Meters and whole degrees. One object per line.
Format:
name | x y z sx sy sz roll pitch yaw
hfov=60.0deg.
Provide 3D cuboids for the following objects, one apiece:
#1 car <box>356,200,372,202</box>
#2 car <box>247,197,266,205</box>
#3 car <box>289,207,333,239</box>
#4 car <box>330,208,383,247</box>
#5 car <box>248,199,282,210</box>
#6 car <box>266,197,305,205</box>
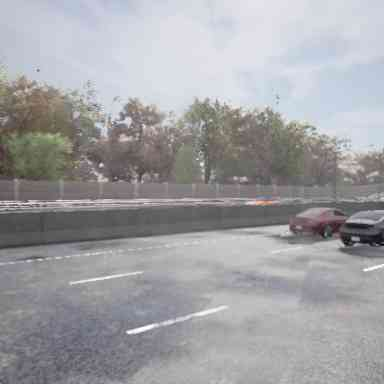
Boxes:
car | 20.986 1.620 40.406 4.181 1.385 1.994 0 0 -35
car | 8.700 1.384 40.261 4.553 1.767 2.097 0 0 -35
car | 7.026 1.535 17.355 4.674 1.442 1.812 0 0 -35
car | 8.073 1.513 13.800 4.892 1.490 1.837 0 0 -35
car | 9.986 1.642 45.468 4.718 1.301 1.895 0 0 -35
car | 10.984 1.538 37.588 4.892 1.490 1.837 0 0 -35
